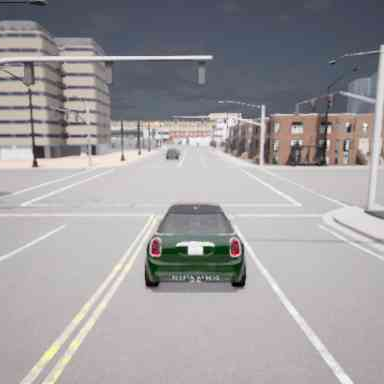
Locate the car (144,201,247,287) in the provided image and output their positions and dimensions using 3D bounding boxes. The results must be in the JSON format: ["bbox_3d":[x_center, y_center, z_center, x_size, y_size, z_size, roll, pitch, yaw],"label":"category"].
[{"bbox_3d":[0.077,0.998,8.617,2.097,1.767,4.553,0,4,0],"label":"car"}]

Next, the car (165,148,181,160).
[{"bbox_3d":[-3.532,-6.865,60.171,2.150,2.045,5.566,0,9,1],"label":"car"}]

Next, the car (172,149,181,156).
[{"bbox_3d":[-3.489,-8.923,75.325,1.994,1.385,4.181,0,9,0],"label":"car"}]
